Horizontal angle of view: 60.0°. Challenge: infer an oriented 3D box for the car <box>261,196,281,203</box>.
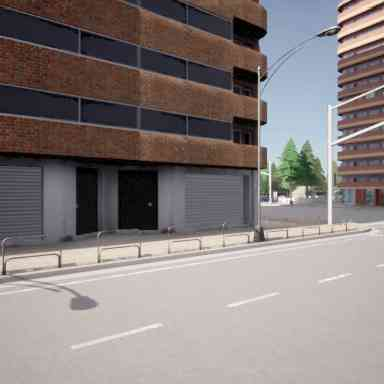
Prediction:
[{"bbox_3d":[16.465,1.469,69.234,4.674,1.442,1.812,0,0,-35],"label":"car"}]
